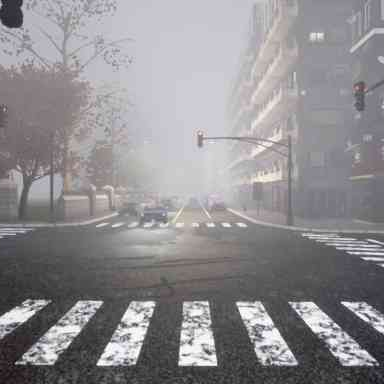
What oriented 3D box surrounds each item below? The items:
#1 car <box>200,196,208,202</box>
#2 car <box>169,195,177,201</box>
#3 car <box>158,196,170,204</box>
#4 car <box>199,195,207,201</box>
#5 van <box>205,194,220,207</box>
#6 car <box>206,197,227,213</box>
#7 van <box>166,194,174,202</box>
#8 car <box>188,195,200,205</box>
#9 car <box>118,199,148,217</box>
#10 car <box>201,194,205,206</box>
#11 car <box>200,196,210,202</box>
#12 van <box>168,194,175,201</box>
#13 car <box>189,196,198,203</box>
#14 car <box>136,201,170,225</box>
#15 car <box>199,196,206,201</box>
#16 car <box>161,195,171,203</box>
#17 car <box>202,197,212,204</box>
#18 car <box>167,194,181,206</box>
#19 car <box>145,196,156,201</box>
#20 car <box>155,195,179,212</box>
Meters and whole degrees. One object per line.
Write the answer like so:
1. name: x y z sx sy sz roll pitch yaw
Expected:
1. car: 2.959 1.637 81.537 1.887 1.381 4.507 0 0 0
2. car: -5.384 1.671 92.824 2.008 1.369 4.403 0 0 0
3. car: -5.476 1.499 64.675 1.967 1.590 4.097 0 0 0
4. car: 2.978 1.546 87.166 1.967 1.590 4.097 0 0 0
5. van: 2.831 1.367 42.126 1.690 1.788 3.998 0 0 0
6. car: 2.812 1.564 36.495 1.887 1.381 4.507 0 0 0
7. van: -5.421 1.433 81.565 1.690 1.788 3.998 0 0 0
8. car: 0.304 1.617 61.205 1.994 1.385 4.181 0 0 0
9. car: -5.587 1.580 30.893 1.947 1.339 4.313 0 0 0
10. car: 2.868 1.481 53.387 1.967 1.590 4.097 0 0 0
11. car: 2.941 1.630 75.907 2.008 1.369 4.403 0 0 0
12. van: -5.402 1.446 87.194 1.690 1.788 3.998 0 0 0
13. car: 0.301 1.596 71.189 1.812 1.442 4.674 0 0 0
14. car: -2.768 1.611 24.441 1.895 1.301 4.718 0 0 -4
15. car: 2.996 1.702 92.797 1.802 1.307 4.206 0 0 0
16. car: -5.457 1.509 70.304 1.967 1.590 4.097 0 0 0
17. car: 2.904 1.604 64.646 1.887 1.381 4.507 0 0 0
18. car: -2.901 1.395 54.643 2.097 1.767 4.553 0 0 0
19. car: -5.550 1.551 41.984 1.752 1.417 4.829 0 0 0
20. car: -2.967 1.522 39.926 1.837 1.490 4.892 0 2 0
